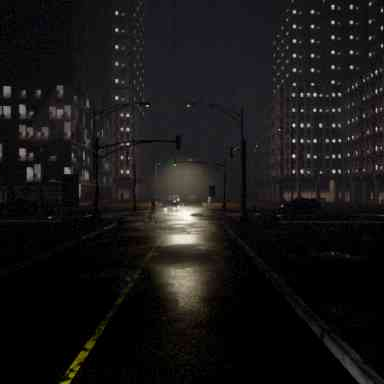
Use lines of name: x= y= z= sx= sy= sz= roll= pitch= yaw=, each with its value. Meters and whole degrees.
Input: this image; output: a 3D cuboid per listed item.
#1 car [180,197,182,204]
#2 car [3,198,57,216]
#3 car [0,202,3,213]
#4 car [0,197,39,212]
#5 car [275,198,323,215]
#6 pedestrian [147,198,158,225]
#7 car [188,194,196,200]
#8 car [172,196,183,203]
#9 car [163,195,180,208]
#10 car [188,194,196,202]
car: x=-3.092 y=1.346 z=57.814 sx=2.097 sy=1.767 sz=4.553 roll=0 pitch=0 yaw=0
car: x=-15.058 y=1.399 z=30.514 sx=5.008 sy=1.535 sz=1.882 roll=0 pitch=0 yaw=-2
car: x=-18.900 y=1.415 z=27.732 sx=4.829 sy=1.417 sz=1.752 roll=0 pitch=-1 yaw=-1
car: x=-19.212 y=1.360 z=36.368 sx=4.097 sy=1.590 sz=1.967 roll=0 pitch=-1 yaw=-1
car: x=10.933 y=1.415 z=34.134 sx=4.553 sy=1.767 sz=2.097 roll=0 pitch=0 yaw=-1
pedestrian: x=-2.716 y=1.291 z=22.695 sx=0.375 sy=1.860 sz=0.375 roll=0 pitch=0 yaw=0
car: x=-0.016 y=1.357 z=88.998 sx=2.033 sy=1.411 sz=5.357 roll=0 pitch=0 yaw=0
car: x=-3.015 y=1.539 z=69.100 sx=2.033 sy=1.411 sz=5.357 roll=0 pitch=0 yaw=0
car: x=-3.117 y=1.560 z=48.658 sx=1.994 sy=1.385 sz=4.181 roll=0 pitch=0 yaw=-1
car: x=-0.013 y=1.575 z=79.023 sx=1.895 sy=1.301 sz=4.718 roll=0 pitch=0 yaw=0
